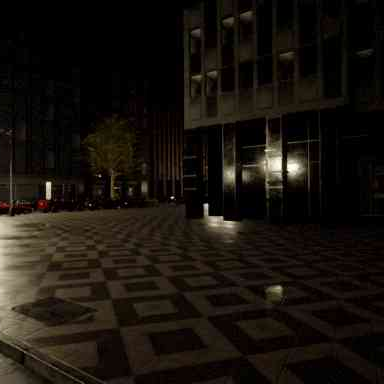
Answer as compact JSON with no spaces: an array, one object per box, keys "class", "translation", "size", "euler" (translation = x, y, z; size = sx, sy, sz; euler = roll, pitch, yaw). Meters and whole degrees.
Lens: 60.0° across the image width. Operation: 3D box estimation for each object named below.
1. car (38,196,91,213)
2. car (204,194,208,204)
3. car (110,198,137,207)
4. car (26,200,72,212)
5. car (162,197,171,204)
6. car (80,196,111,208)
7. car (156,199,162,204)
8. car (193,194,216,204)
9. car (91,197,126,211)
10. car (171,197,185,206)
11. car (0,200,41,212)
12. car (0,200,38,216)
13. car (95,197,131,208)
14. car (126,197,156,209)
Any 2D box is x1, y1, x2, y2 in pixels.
[{"class":"car","translation":[-13.702,1.291,35.171],"size":[2.192,1.841,5.009],"euler":[-1,0,35]},{"class":"car","translation":[2.365,1.223,58.338],"size":[2.192,1.841,5.009],"euler":[-1,0,35]},{"class":"car","translation":[-11.061,1.613,53.932],"size":[1.802,1.307,4.206],"euler":[-1,0,35]},{"class":"car","translation":[-17.210,1.639,40.238],"size":[1.895,1.301,4.718],"euler":[-1,0,35]},{"class":"car","translation":[-4.634,1.575,63.201],"size":[1.947,1.339,4.313],"euler":[-1,0,35]},{"class":"car","translation":[-14.277,1.485,49.298],"size":[1.967,1.590,4.097],"euler":[-1,0,35]},{"class":"car","translation":[-7.945,1.545,58.426],"size":[1.752,1.417,4.829],"euler":[-1,0,35]},{"class":"car","translation":[2.450,1.284,62.985],"size":[2.097,1.767,4.553],"euler":[-1,0,35]},{"class":"car","translation":[-10.487,1.525,39.803],"size":[1.947,1.339,4.313],"euler":[-1,0,35]},{"class":"car","translation":[-0.847,1.463,53.703],"size":[1.887,1.381,4.507],"euler":[-1,0,35]},{"class":"car","translation":[-20.703,1.643,40.030],"size":[1.947,1.339,4.313],"euler":[-1,0,35]},{"class":"car","translation":[-16.914,1.577,30.536],"size":[1.802,1.307,4.206],"euler":[-1,0,35]},{"class":"car","translation":[-11.456,1.501,48.510],"size":[2.128,1.511,4.902],"euler":[-1,0,35]},{"class":"car","translation":[-7.274,1.510,44.435],"size":[1.947,1.339,4.313],"euler":[-1,0,35]}]
